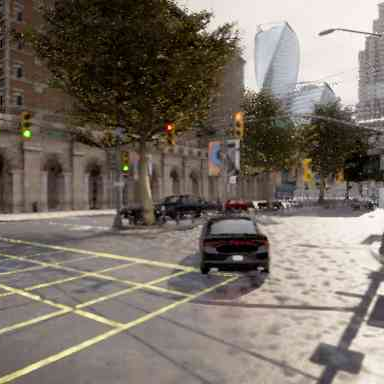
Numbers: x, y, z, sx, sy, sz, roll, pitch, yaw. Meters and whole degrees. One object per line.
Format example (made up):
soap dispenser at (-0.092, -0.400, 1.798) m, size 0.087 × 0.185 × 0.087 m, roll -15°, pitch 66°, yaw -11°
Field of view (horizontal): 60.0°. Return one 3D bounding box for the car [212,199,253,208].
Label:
car at (4.715, 1.551, 37.819) m, size 1.882 × 1.535 × 5.008 m, roll 0°, pitch 0°, yaw 36°

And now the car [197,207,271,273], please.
car at (1.232, 1.499, 10.742) m, size 1.882 × 1.535 × 5.008 m, roll -1°, pitch 0°, yaw 2°

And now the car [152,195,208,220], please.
car at (-1.199, 1.296, 29.632) m, size 2.150 × 2.045 × 5.566 m, roll 0°, pitch 0°, yaw 36°

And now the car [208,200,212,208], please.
car at (1.172, 1.614, 38.871) m, size 1.812 × 1.442 × 4.674 m, roll 0°, pitch 0°, yaw 36°

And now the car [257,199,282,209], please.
car at (10.743, 1.674, 46.148) m, size 1.895 × 1.301 × 4.718 m, roll 0°, pitch 0°, yaw 36°

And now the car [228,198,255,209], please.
car at (7.051, 1.652, 47.018) m, size 1.994 × 1.385 × 4.181 m, roll 0°, pitch 0°, yaw 36°

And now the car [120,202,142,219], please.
car at (-4.461, 1.637, 31.088) m, size 2.033 × 1.411 × 5.357 m, roll 0°, pitch 0°, yaw 36°

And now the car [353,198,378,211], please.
car at (21.084, 1.527, 40.680) m, size 1.837 × 1.490 × 4.892 m, roll 0°, pitch -1°, yaw 36°
